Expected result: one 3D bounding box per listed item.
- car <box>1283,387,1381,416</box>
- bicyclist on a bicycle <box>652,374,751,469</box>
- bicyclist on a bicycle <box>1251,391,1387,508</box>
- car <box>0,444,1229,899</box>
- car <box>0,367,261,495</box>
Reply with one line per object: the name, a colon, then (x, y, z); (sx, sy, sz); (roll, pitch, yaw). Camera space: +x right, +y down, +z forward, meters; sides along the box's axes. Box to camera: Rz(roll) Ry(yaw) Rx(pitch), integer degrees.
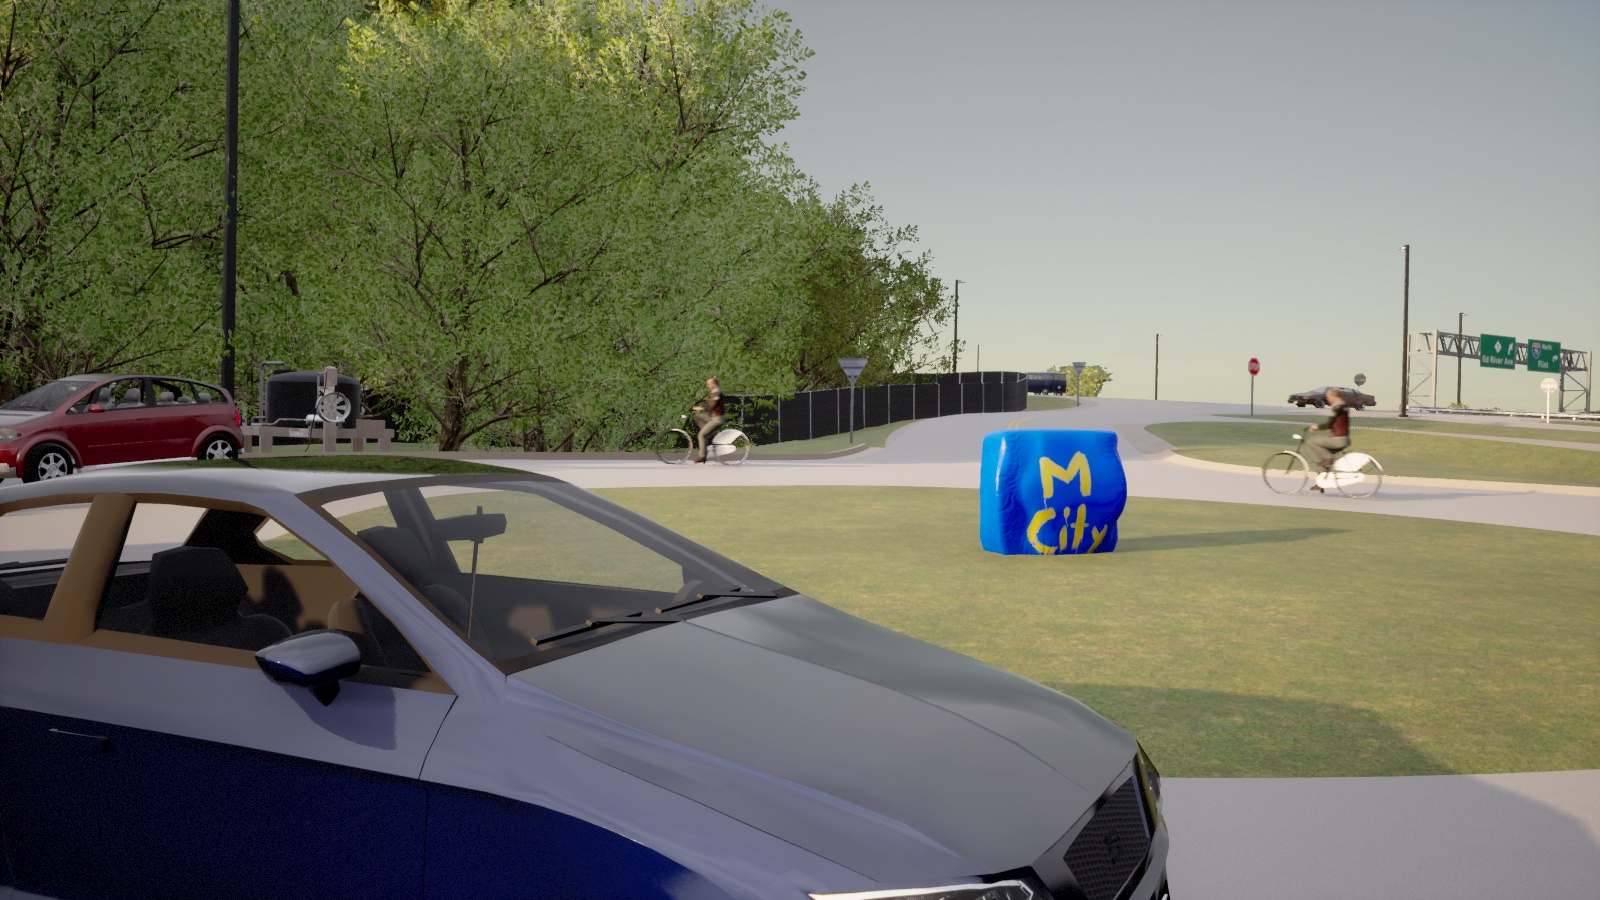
car: (32.174, -2.920, 75.945); (5.357, 1.411, 2.033); (2, 4, -18)
bicyclist on a bicycle: (-1.953, -0.569, 24.756); (1.843, 1.776, 0.659); (2, 3, -9)
bicyclist on a bicycle: (8.309, -0.046, 20.145); (1.843, 1.776, 0.659); (4, 5, 41)
car: (-1.101, 0.752, 3.616); (4.193, 1.474, 1.816); (1, 2, 27)
car: (-9.878, -0.373, 17.889); (1.789, 1.549, 3.705); (3, 5, 28)
